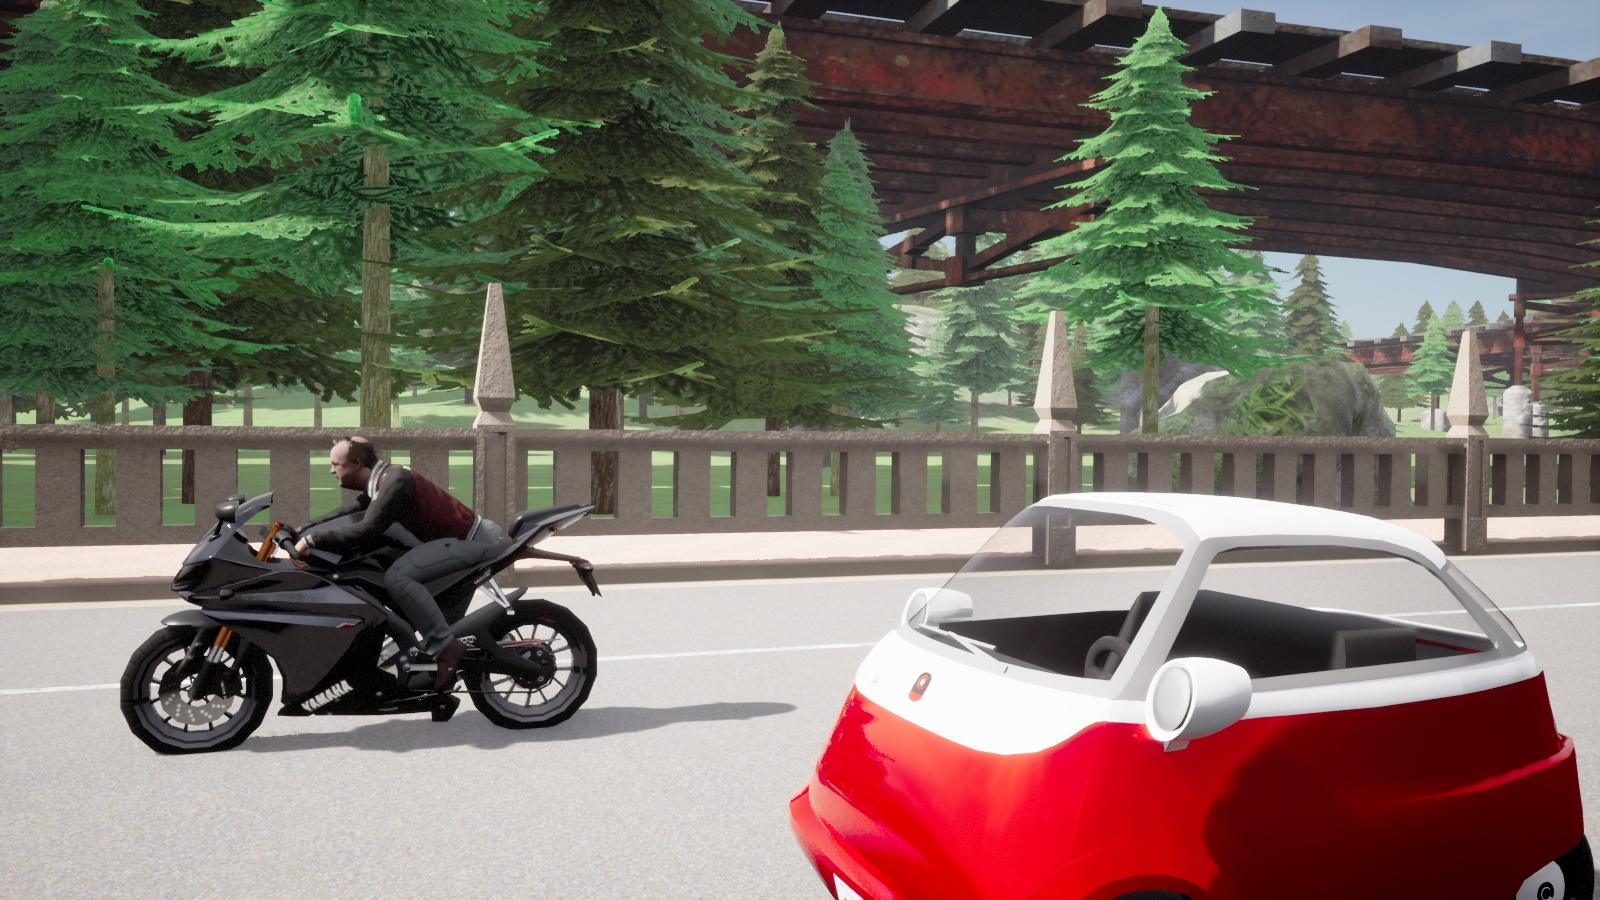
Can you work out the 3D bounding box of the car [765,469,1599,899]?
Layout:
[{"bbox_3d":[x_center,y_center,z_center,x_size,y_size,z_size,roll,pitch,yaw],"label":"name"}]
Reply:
[{"bbox_3d":[1.187,0.780,3.690,2.207,1.376,1.481,-1,1,-21],"label":"car"}]

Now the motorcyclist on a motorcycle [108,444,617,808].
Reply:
[{"bbox_3d":[-2.089,0.755,6.190,2.191,1.530,0.866,-1,1,-21],"label":"motorcyclist on a motorcycle"}]
